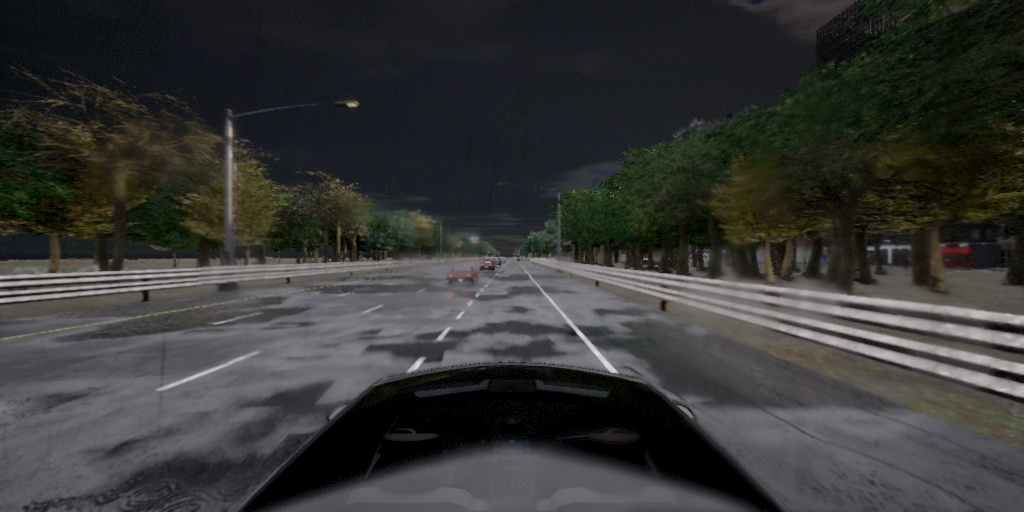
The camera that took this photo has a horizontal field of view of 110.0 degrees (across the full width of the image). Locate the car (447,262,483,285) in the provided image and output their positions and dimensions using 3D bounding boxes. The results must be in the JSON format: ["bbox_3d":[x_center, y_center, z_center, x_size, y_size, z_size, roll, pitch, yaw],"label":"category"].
[{"bbox_3d":[-3.473,1.359,26.421,1.895,1.301,4.718,0,0,0],"label":"car"}]

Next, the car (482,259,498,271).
[{"bbox_3d":[-3.397,1.293,50.578,1.812,1.442,4.674,0,0,0],"label":"car"}]
